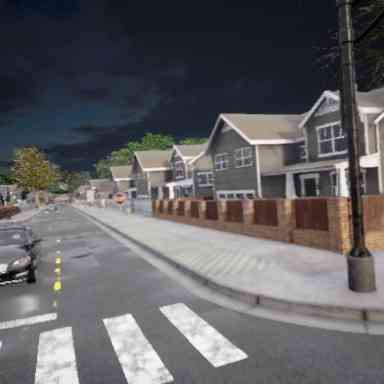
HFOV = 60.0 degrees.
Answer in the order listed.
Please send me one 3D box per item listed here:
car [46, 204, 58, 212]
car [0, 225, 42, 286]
[{"bbox_3d":[-27.185,3.031,64.438,1.812,1.442,4.674,-5,0,-22],"label":"car"},{"bbox_3d":[-5.739,1.850,10.257,2.128,1.511,4.902,-5,1,-22],"label":"car"}]
